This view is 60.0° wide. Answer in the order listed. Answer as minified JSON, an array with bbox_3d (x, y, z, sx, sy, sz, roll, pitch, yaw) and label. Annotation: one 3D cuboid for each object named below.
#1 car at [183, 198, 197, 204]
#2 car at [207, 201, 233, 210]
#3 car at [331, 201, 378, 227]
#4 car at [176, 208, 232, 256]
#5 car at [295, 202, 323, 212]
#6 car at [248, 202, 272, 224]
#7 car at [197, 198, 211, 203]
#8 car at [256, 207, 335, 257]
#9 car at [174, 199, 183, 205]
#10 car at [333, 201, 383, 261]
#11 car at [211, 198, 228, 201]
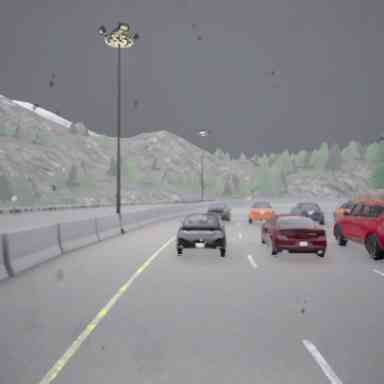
[{"bbox_3d":[0.430,2.092,77.945,2.097,1.767,4.553,0,-1,26],"label":"car"},{"bbox_3d":[2.324,1.778,28.202,1.837,1.490,4.892,0,0,10],"label":"car"},{"bbox_3d":[12.625,1.610,26.182,2.097,1.767,4.553,0,-1,10],"label":"car"},{"bbox_3d":[0.479,1.625,13.796,2.128,1.511,4.902,0,0,5],"label":"car"},{"bbox_3d":[9.177,1.613,26.781,2.097,1.767,4.553,0,-1,10],"label":"car"},{"bbox_3d":[5.728,1.616,27.379,2.097,1.767,4.553,0,-1,10],"label":"car"},{"bbox_3d":[3.487,2.225,76.235,1.837,1.490,4.892,0,-1,26],"label":"car"},{"bbox_3d":[3.987,1.612,13.700,1.882,1.535,5.008,0,0,5],"label":"car"},{"bbox_3d":[-2.654,2.301,79.598,1.994,1.385,4.181,0,-1,26],"label":"car"},{"bbox_3d":[7.426,1.347,12.973,2.150,2.045,5.566,0,0,5],"label":"car"},{"bbox_3d":[6.558,2.191,74.553,1.882,1.535,5.008,0,-1,26],"label":"car"}]
